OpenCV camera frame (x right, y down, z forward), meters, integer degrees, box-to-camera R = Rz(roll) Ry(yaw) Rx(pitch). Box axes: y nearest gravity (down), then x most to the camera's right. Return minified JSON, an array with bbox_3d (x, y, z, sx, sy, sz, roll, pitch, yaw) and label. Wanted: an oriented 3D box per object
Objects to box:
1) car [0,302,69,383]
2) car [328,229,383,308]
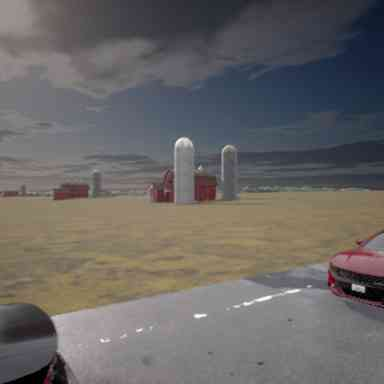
[{"bbox_3d":[-3.276,1.462,1.650,5.008,1.535,1.882,1,0,-36],"label":"car"},{"bbox_3d":[5.144,1.541,7.656,5.008,1.535,1.882,0,0,-35],"label":"car"}]
